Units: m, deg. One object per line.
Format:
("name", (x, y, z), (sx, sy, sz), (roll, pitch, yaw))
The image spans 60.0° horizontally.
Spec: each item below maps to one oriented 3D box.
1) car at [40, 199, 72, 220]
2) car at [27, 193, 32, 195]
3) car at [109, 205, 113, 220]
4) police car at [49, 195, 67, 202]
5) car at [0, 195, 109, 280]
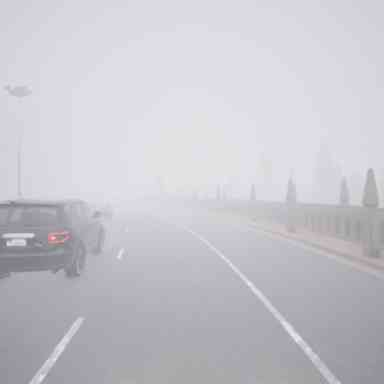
("car", (-11.822, 1.476, 29.165), (2.128, 1.511, 4.902), (0, 0, -17))
("car", (-37.933, 1.552, 81.443), (4.892, 1.490, 1.837), (0, 0, 39))
("car", (-7.536, 1.560, 27.262), (1.895, 1.301, 4.718), (0, 0, -16))
("police car", (-29.887, 1.424, 74.101), (1.930, 1.638, 5.238), (-1, 0, -45))
("car", (-4.131, 1.205, 10.075), (2.150, 2.045, 5.566), (0, 0, -6))
